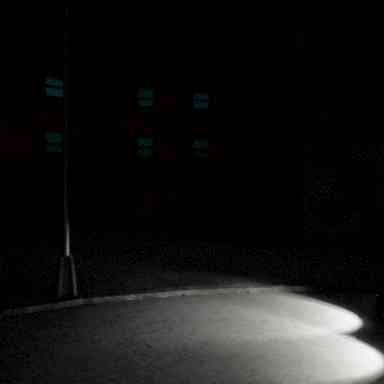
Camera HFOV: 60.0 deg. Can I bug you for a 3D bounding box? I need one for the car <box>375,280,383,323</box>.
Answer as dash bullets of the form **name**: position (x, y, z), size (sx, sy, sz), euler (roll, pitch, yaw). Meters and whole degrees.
- **car**: position (4.804, 1.480, 4.306), size (4.181, 1.385, 1.994), euler (1, 2, 14)
